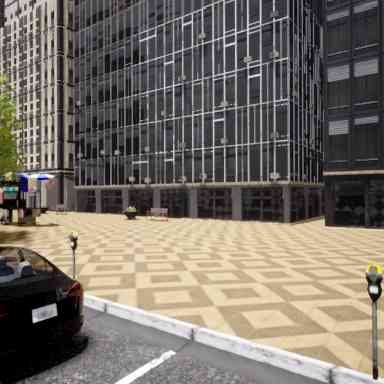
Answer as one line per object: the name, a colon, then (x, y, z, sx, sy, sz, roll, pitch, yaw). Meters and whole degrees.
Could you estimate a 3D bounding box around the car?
car: (-3.553, 1.566, 5.418, 4.313, 1.339, 1.947, 0, 0, 36)
